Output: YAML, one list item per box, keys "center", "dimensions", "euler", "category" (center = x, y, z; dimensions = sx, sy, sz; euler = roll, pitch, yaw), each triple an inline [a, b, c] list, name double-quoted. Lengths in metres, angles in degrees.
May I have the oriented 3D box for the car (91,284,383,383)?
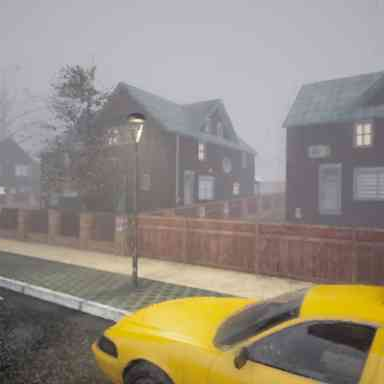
- center: [1.407, 1.504, 2.882]
  dimensions: [5.366, 1.575, 1.801]
  euler: [0, -1, 34]
  category: "car"
